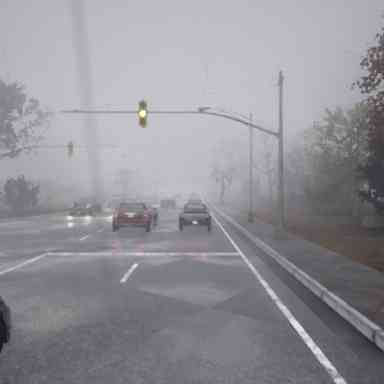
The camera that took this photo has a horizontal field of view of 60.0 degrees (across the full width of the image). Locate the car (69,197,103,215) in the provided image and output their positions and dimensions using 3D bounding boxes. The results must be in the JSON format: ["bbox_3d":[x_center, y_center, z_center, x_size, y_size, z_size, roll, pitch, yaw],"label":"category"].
[{"bbox_3d":[-10.428,1.303,32.939,2.097,1.767,4.553,0,0,0],"label":"car"}]

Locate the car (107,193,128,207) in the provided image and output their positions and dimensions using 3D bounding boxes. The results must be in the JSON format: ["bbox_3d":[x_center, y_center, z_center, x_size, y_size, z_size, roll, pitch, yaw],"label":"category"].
[{"bbox_3d":[-10.323,1.154,46.844,2.150,2.045,5.566,0,0,1],"label":"car"}]

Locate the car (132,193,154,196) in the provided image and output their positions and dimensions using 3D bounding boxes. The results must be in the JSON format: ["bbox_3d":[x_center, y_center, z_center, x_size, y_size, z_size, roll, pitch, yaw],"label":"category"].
[{"bbox_3d":[-6.842,1.285,44.997,2.097,1.767,4.553,0,0,0],"label":"car"}]

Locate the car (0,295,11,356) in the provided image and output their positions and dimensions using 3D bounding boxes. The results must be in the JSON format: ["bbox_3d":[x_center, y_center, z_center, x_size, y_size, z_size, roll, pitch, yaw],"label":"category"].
[{"bbox_3d":[-3.386,1.500,2.605,1.837,1.490,4.892,0,0,0],"label":"car"}]

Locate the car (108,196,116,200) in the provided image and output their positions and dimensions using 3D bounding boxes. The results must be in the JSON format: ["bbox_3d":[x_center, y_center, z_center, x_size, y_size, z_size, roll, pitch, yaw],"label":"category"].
[{"bbox_3d":[-6.917,1.439,35.063,2.128,1.511,4.902,0,0,0],"label":"car"}]

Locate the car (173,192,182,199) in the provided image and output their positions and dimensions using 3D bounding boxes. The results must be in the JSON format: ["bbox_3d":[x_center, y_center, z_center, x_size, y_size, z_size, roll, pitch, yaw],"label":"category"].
[{"bbox_3d":[-3.045,0.629,70.176,1.812,1.442,4.674,0,3,0],"label":"car"}]

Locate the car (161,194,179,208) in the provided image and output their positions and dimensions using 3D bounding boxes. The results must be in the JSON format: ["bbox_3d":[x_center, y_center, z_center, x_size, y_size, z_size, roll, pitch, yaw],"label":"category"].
[{"bbox_3d":[-3.152,1.410,45.416,1.882,1.535,5.008,0,0,0],"label":"car"}]

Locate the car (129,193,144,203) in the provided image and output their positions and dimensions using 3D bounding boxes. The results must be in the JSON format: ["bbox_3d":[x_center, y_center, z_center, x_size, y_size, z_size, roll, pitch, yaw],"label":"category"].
[{"bbox_3d":[-10.192,1.045,61.455,1.882,1.535,5.008,0,3,1],"label":"car"}]

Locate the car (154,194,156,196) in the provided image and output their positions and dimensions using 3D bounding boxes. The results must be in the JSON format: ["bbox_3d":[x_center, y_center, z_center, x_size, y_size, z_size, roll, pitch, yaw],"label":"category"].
[{"bbox_3d":[-6.773,1.191,54.598,2.097,1.767,4.553,0,1,1],"label":"car"}]

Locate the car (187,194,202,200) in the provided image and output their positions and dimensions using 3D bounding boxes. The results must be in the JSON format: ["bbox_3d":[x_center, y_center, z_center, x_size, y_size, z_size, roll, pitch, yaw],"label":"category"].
[{"bbox_3d":[0.350,1.409,45.633,1.882,1.535,5.008,0,0,0],"label":"car"}]

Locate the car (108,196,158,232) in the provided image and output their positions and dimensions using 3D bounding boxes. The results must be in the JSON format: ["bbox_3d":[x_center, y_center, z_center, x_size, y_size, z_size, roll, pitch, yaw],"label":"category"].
[{"bbox_3d":[-3.314,1.321,20.177,2.097,1.767,4.553,0,0,0],"label":"car"}]

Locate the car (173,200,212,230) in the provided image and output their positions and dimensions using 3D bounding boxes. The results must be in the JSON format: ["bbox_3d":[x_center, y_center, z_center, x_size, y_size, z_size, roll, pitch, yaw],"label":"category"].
[{"bbox_3d":[0.190,1.460,20.760,2.128,1.511,4.902,0,0,0],"label":"car"}]
